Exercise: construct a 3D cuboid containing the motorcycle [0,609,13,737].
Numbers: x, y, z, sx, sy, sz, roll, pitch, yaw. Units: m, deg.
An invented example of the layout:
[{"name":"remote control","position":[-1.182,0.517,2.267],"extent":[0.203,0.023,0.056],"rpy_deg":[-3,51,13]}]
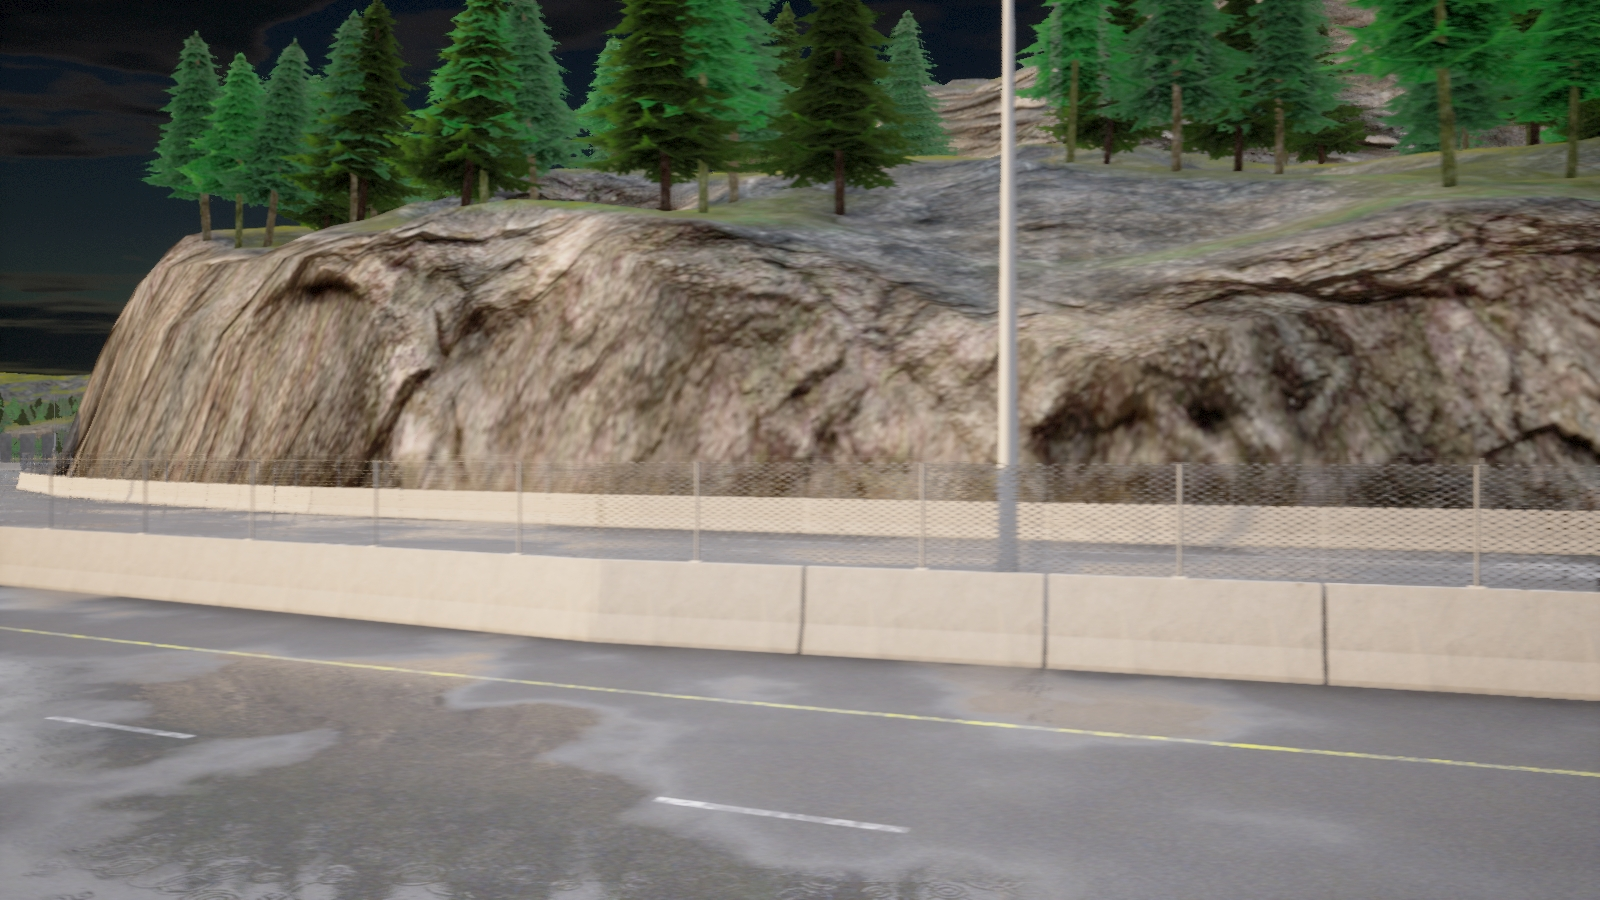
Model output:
[{"name":"motorcycle","position":[-8.836,2.192,11.261],"extent":[1.805,1.236,0.856],"rpy_deg":[0,-3,21]}]
